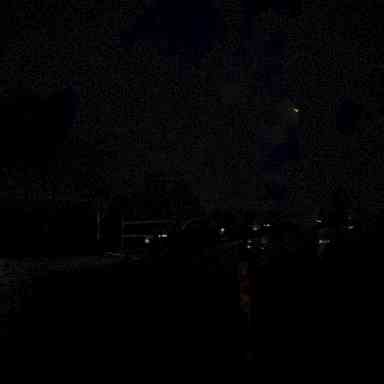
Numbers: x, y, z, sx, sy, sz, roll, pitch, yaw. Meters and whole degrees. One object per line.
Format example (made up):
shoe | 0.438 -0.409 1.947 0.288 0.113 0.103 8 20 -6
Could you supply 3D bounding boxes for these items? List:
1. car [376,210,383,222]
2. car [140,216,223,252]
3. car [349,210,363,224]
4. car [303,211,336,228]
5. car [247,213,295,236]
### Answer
car | 24.484 3.043 41.711 2.128 1.511 4.902 -1 -2 40
car | -0.386 1.992 16.663 2.128 1.511 4.902 -1 -2 41
car | 18.667 2.875 39.296 1.882 1.535 5.008 -1 -2 40
car | 12.179 2.586 31.592 1.837 1.490 4.892 -1 -2 40
car | 5.767 2.270 23.950 2.128 1.511 4.902 -1 -2 40
